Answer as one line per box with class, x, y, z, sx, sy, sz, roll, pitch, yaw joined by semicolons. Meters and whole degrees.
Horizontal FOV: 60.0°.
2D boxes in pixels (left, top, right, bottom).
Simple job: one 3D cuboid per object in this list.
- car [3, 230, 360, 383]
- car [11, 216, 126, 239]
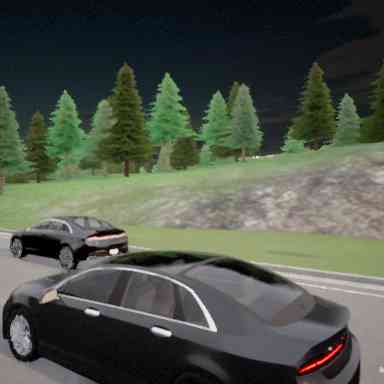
car;-0.560;1.530;4.326;4.892;1.490;1.837;0;0;35
car;-4.284;1.558;11.289;4.902;1.511;2.128;0;0;36
